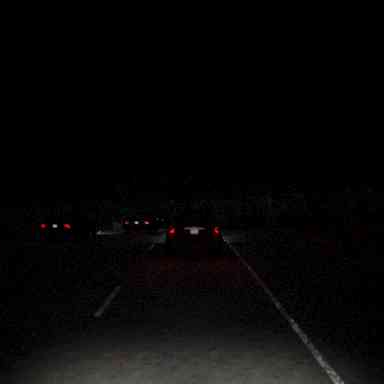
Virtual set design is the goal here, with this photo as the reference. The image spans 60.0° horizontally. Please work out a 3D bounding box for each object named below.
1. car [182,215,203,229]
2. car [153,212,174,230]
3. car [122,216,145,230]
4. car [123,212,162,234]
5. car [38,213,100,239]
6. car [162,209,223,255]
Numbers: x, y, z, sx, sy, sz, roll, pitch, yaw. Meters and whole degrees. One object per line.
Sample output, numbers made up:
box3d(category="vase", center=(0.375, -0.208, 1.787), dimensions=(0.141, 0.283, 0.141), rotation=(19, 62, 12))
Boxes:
box3d(category="car", center=(0.053, 3.118, 34.040), dimensions=(1.994, 1.385, 4.181), rotation=(0, -6, 0))
box3d(category="car", center=(-3.458, 3.749, 41.729), dimensions=(2.150, 2.045, 5.566), rotation=(0, -7, 0))
box3d(category="car", center=(-6.956, 3.794, 39.930), dimensions=(1.837, 1.490, 4.892), rotation=(0, -8, 0))
box3d(category="car", center=(-3.431, 2.120, 23.034), dimensions=(2.033, 1.411, 5.357), rotation=(0, -4, 0))
box3d(category="car", center=(-6.926, 1.901, 19.293), dimensions=(2.033, 1.411, 5.357), rotation=(0, -3, 0))
box3d(category="car", center=(0.082, 1.489, 13.862), dimensions=(2.097, 1.767, 4.553), rotation=(0, -2, 0))
